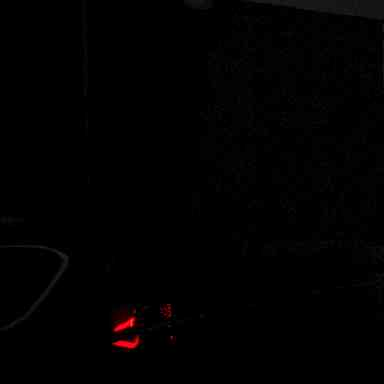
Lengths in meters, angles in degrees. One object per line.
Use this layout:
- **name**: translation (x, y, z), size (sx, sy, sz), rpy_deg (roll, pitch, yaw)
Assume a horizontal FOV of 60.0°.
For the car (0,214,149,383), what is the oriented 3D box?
- **car**: translation (-2.935, 1.225, 1.741), size (5.566, 2.045, 2.150), rpy_deg (0, 0, -36)
